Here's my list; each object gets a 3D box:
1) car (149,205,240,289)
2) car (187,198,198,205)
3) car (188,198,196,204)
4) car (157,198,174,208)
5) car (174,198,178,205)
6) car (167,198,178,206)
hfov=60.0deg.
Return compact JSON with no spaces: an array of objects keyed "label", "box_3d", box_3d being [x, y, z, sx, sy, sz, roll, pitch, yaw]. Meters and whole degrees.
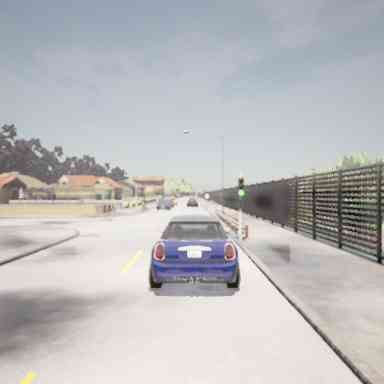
[{"label":"car","box_3d":[0.069,1.425,9.534,2.097,1.767,4.553,0,-1,0]},{"label":"car","box_3d":[0.085,2.051,63.397,1.994,1.385,4.181,0,0,0]},{"label":"car","box_3d":[-0.026,2.178,85.012,1.812,1.442,4.674,0,0,0]},{"label":"car","box_3d":[-4.099,1.902,48.841,1.812,1.442,4.674,0,0,0]},{"label":"car","box_3d":[-4.084,1.998,58.609,2.033,1.411,5.357,0,0,0]},{"label":"car","box_3d":[-4.017,2.008,68.872,1.882,1.535,5.008,0,0,0]}]
